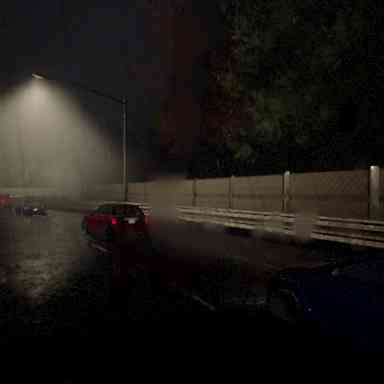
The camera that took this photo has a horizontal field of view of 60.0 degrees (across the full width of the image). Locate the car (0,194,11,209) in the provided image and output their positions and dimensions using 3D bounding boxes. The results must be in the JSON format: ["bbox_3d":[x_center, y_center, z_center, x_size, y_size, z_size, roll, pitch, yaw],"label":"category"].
[{"bbox_3d":[-25.322,1.230,44.134,2.150,2.045,5.566,0,0,-36],"label":"car"}]

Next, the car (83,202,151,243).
[{"bbox_3d":[-3.882,1.356,16.634,2.097,1.767,4.553,0,0,-34],"label":"car"}]

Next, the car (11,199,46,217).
[{"bbox_3d":[-15.335,1.570,31.389,1.994,1.385,4.181,0,0,-39],"label":"car"}]

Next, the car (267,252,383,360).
[{"bbox_3d":[3.046,1.565,4.941,1.994,1.385,4.181,0,0,-28],"label":"car"}]
